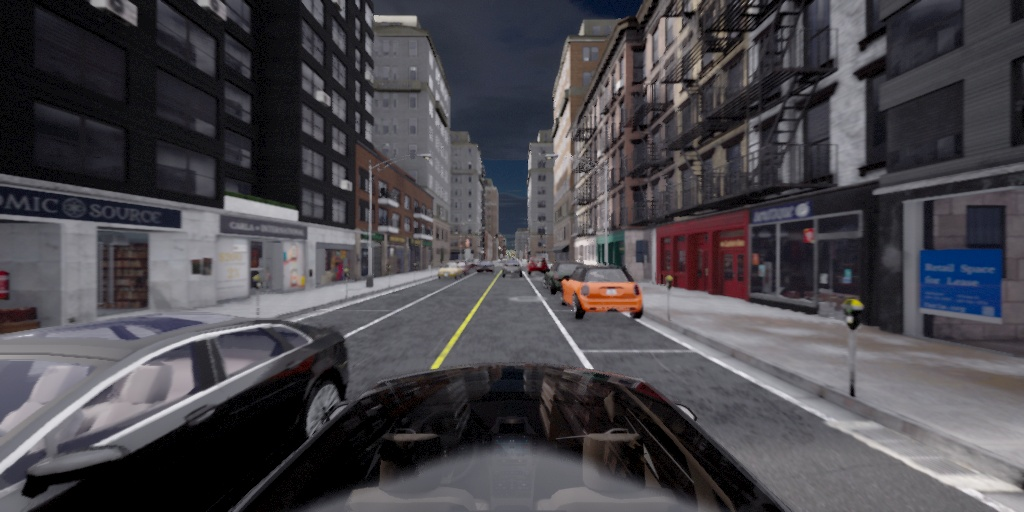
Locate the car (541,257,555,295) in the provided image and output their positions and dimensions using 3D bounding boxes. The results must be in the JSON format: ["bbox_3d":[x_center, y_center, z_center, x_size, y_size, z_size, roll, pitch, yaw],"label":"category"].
[{"bbox_3d":[2.982,1.073,19.878,2.097,1.767,4.553,0,0,0],"label":"car"}]

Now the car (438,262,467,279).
[{"bbox_3d":[-5.397,1.227,31.781,1.751,1.417,4.829,0,0,0],"label":"car"}]

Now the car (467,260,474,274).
[{"bbox_3d":[-5.399,1.278,37.404,1.802,1.307,4.207,0,0,0],"label":"car"}]

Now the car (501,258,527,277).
[{"bbox_3d":[0.039,1.192,33.828,2.128,1.511,4.902,0,0,0],"label":"car"}]

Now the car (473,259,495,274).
[{"bbox_3d":[-2.855,1.241,39.987,2.033,1.411,5.357,0,0,0],"label":"car"}]

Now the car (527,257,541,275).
[{"bbox_3d":[2.625,1.011,37.404,2.192,1.841,5.009,0,0,0],"label":"car"}]

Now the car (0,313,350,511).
[{"bbox_3d":[-2.837,1.241,2.306,2.128,1.511,4.902,0,0,0],"label":"car"}]

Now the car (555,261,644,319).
[{"bbox_3d":[2.984,1.085,12.878,2.097,1.767,4.553,0,0,0],"label":"car"}]
